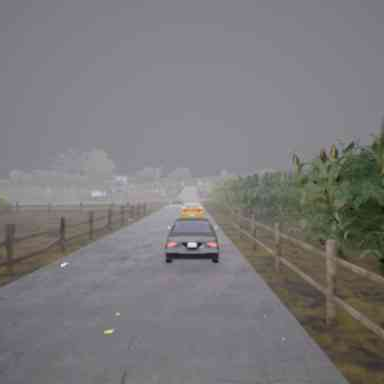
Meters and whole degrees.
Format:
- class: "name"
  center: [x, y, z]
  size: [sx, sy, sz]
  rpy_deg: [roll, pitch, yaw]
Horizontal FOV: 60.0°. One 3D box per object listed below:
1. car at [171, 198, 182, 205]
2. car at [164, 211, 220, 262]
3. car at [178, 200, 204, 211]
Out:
- class: "car"
  center: [-2.753, 1.726, 62.221]
  size: [1.994, 1.385, 4.181]
  rpy_deg: [0, 1, 1]
- class: "car"
  center: [0.017, 1.651, 12.504]
  size: [2.033, 1.411, 5.357]
  rpy_deg: [0, 0, 0]
- class: "car"
  center: [0.047, 1.689, 29.256]
  size: [1.882, 1.535, 5.008]
  rpy_deg: [0, 0, 1]
